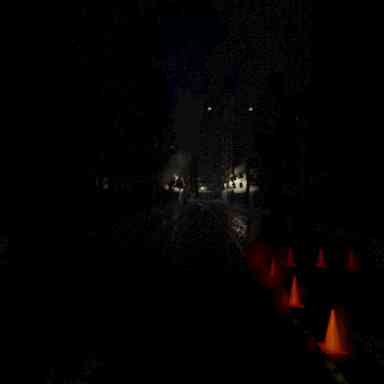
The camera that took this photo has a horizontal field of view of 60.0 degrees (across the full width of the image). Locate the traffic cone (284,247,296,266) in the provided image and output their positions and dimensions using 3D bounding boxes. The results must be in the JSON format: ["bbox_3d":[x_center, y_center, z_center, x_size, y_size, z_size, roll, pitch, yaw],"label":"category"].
[{"bbox_3d":[3.232,2.119,10.948,0.340,0.580,0.340,1,0,1],"label":"traffic cone"}]

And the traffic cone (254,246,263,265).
[{"bbox_3d":[2.232,2.095,10.970,0.340,0.580,0.340,1,0,1],"label":"traffic cone"}]

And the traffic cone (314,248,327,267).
[{"bbox_3d":[4.231,2.143,10.925,0.340,0.580,0.340,1,0,1],"label":"traffic cone"}]

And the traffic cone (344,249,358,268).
[{"bbox_3d":[5.231,2.167,10.903,0.340,0.580,0.340,1,0,1],"label":"traffic cone"}]

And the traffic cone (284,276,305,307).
[{"bbox_3d":[2.143,2.062,6.972,0.340,0.580,0.340,1,0,1],"label":"traffic cone"}]

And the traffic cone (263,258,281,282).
[{"bbox_3d":[2.188,2.078,8.971,0.340,0.580,0.340,1,0,1],"label":"traffic cone"}]

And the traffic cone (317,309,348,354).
[{"bbox_3d":[2.099,2.045,4.972,0.340,0.580,0.340,1,0,1],"label":"traffic cone"}]
